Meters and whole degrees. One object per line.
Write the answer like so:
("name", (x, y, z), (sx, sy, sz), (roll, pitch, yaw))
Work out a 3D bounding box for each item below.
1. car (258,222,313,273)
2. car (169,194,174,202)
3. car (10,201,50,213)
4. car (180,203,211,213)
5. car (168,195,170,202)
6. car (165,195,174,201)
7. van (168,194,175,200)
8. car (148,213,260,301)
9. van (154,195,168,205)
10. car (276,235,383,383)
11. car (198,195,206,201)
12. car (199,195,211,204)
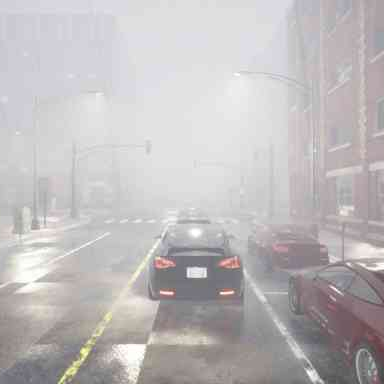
("car", (2.820, 1.585, 10.333), (1.802, 1.307, 4.206), (1, 0, 0))
("car", (-5.804, 1.607, 76.568), (1.802, 1.307, 4.206), (1, 0, 0))
("car", (-18.774, 1.730, 38.681), (4.313, 1.339, 1.947), (0, -1, 0))
("car", (0.072, 1.552, 17.648), (2.033, 1.411, 5.357), (0, 0, -1))
("car", (-5.785, 1.603, 65.264), (1.802, 1.307, 4.206), (1, 0, 0))
("car", (-5.822, 1.582, 87.873), (2.008, 1.369, 4.403), (1, 0, 0))
("van", (-5.828, 1.376, 93.526), (1.690, 1.788, 3.998), (1, 0, 0))
("car", (0.086, 1.506, 8.376), (2.163, 1.488, 4.792), (0, 0, 0))
("van", (-5.773, 1.359, 59.612), (1.690, 1.788, 3.998), (1, 0, 0))
("car", (2.660, 1.583, 4.677), (1.802, 1.307, 4.206), (1, 0, 0))
("car", (2.558, 1.597, 87.848), (1.947, 1.339, 4.313), (1, 0, 0))
("car", (2.604, 1.544, 59.757), (1.752, 1.417, 4.829), (1, 0, 0))
